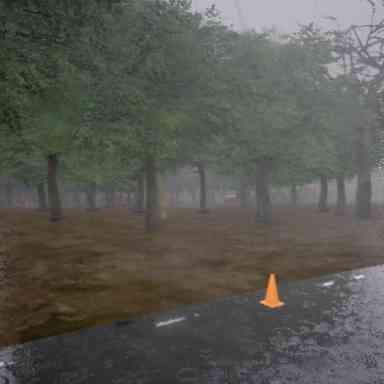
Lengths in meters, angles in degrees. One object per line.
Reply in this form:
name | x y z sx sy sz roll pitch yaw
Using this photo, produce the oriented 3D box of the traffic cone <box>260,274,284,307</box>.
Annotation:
traffic cone | 1.605 1.934 6.640 0.340 0.580 0.340 0 0 -32
